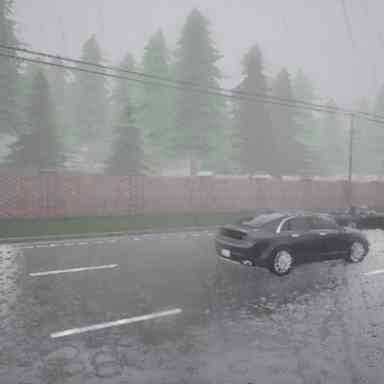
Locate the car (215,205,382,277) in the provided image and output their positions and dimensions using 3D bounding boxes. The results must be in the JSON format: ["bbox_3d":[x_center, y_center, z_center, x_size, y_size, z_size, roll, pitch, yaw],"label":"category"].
[{"bbox_3d":[2.954,1.275,9.459,4.892,1.490,1.837,0,2,-30],"label":"car"}]

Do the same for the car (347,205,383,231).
[{"bbox_3d":[7.850,1.268,16.277,4.718,1.301,1.895,0,2,-30],"label":"car"}]
